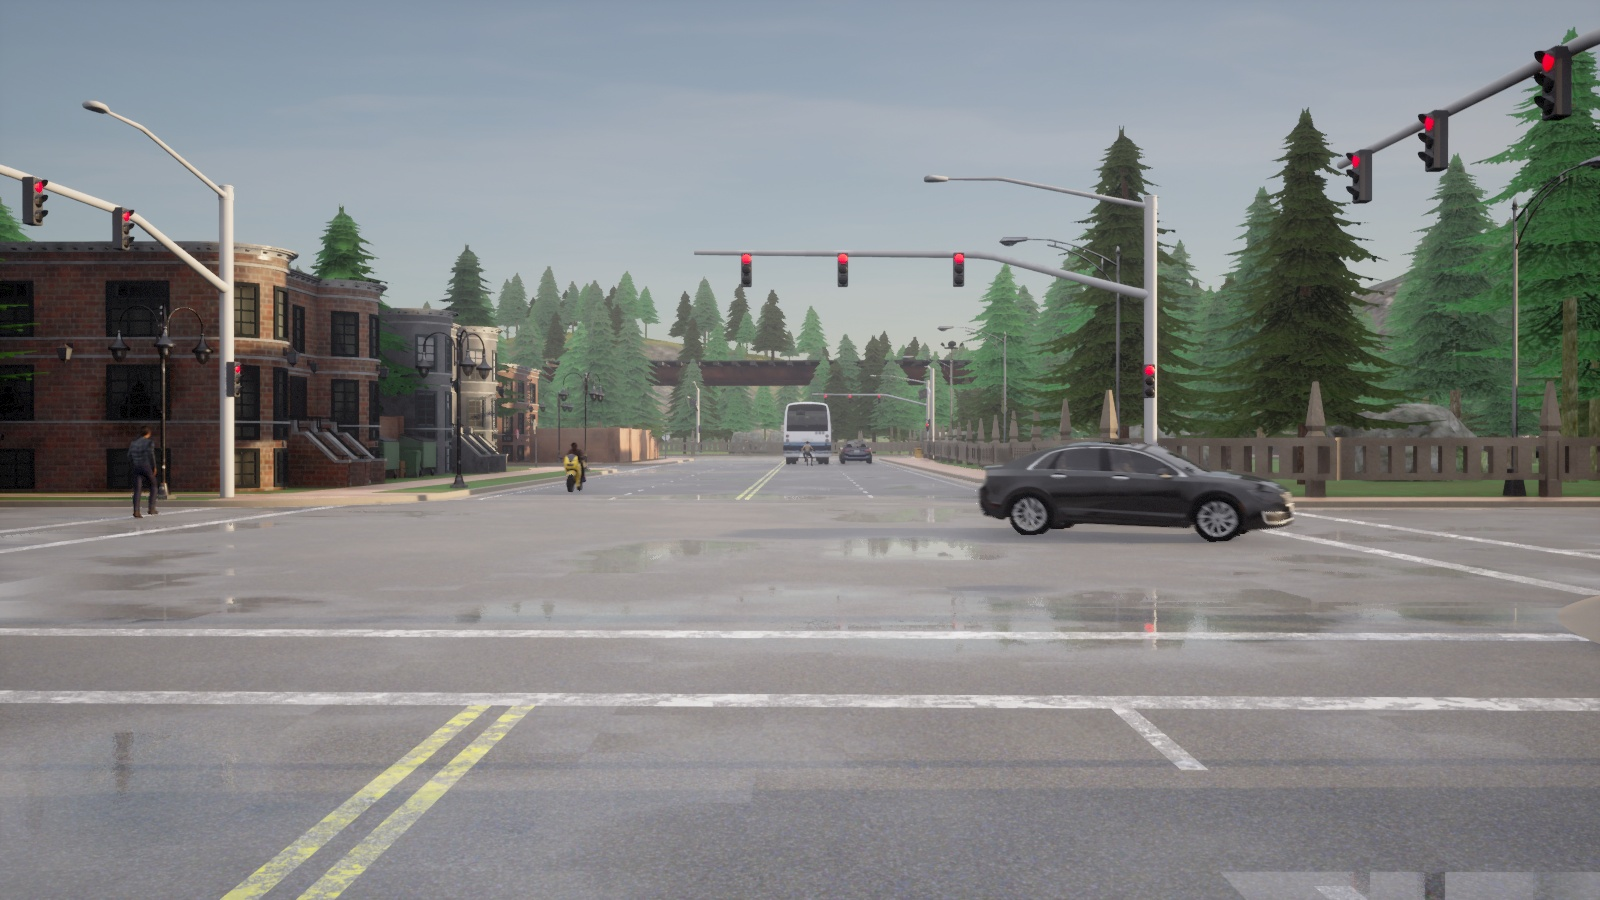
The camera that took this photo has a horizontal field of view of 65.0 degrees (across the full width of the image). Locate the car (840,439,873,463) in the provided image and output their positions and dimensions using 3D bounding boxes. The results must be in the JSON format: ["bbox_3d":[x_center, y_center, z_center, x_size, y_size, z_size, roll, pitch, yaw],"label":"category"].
[{"bbox_3d":[4.025,0.083,90.532,2.242,1.667,4.611,0,0,1],"label":"car"}]

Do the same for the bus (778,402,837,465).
[{"bbox_3d":[0.524,-1.136,89.810,3.944,4.253,10.273,0,0,0],"label":"bus"}]

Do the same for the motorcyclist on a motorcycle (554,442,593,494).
[{"bbox_3d":[-6.772,0.511,37.680,0.797,1.523,2.044,0,0,0],"label":"motorcyclist on a motorcycle"}]

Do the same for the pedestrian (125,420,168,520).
[{"bbox_3d":[-12.974,0.384,24.936,0.423,1.949,0.788,0,0,2],"label":"pedestrian"}]

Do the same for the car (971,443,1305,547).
[{"bbox_3d":[5.384,0.642,20.164,4.892,1.490,1.837,0,1,27],"label":"car"}]
